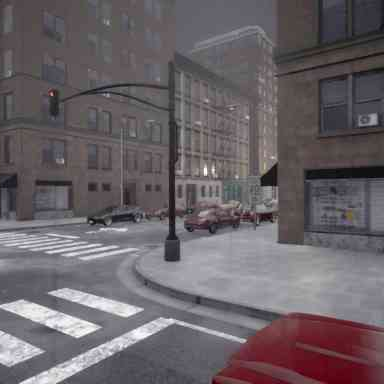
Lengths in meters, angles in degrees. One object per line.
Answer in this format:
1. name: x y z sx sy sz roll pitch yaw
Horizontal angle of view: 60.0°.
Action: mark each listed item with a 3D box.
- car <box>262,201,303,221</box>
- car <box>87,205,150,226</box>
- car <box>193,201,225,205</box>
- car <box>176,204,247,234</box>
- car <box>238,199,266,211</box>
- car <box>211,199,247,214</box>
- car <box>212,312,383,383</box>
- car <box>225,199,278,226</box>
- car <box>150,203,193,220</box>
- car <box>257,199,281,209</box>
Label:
1. car: 7.706 1.495 27.980 1.752 1.417 4.829 0 0 36
2. car: -5.340 1.590 23.526 1.947 1.339 4.313 0 0 36
3. car: 1.077 1.565 32.505 1.887 1.381 4.507 0 0 36
4. car: 1.190 1.555 18.861 1.802 1.307 4.206 0 0 36
5. car: 7.493 1.600 41.485 1.802 1.307 4.206 0 0 36
6. car: 4.186 1.544 36.856 1.752 1.417 4.829 0 0 36
7. car: 2.397 1.601 1.981 4.718 1.301 1.895 0 0 36
8. car: 4.398 1.412 23.352 1.967 1.590 4.097 0 0 36
9. car: -2.132 1.604 28.016 1.802 1.307 4.206 0 0 36
10. car: 10.701 1.601 45.974 1.802 1.307 4.206 0 0 36
